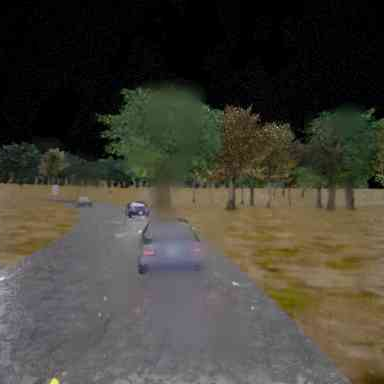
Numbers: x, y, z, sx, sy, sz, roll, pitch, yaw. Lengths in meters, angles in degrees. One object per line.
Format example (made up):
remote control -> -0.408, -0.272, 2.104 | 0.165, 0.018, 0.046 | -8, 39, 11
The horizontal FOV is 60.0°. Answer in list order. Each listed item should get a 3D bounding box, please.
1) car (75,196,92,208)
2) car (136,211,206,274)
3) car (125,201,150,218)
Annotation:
car -> -15.384, 1.341, 47.234 | 1.882, 1.535, 5.008 | 0, 1, -25
car -> -0.750, 1.566, 10.698 | 2.033, 1.411, 5.357 | -1, 0, -6
car -> -4.990, 1.564, 30.196 | 1.812, 1.442, 4.674 | 0, 0, -17
